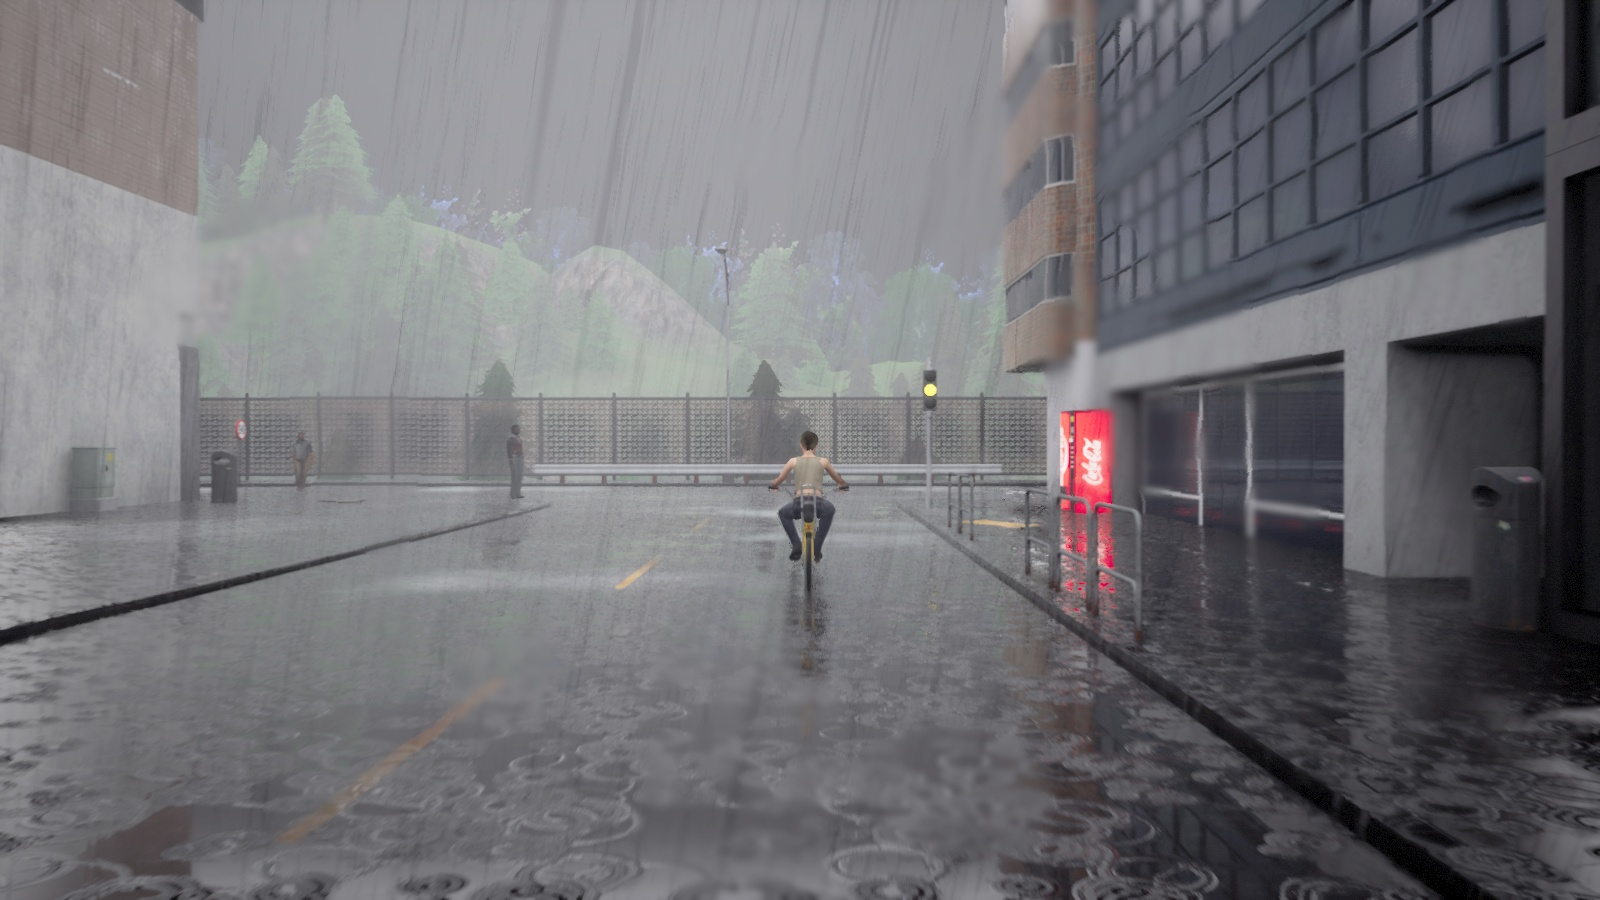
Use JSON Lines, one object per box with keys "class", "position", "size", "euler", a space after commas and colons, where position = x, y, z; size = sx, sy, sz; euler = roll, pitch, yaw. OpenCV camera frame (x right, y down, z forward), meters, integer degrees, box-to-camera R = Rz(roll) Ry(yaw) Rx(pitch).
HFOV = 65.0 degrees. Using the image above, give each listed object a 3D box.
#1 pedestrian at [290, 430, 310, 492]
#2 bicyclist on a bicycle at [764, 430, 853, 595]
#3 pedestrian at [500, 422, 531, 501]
{"class": "pedestrian", "position": [-15.036, 0.323, 37.771], "size": [0.540, 1.848, 0.694], "euler": [0, 0, -18]}
{"class": "bicyclist on a bicycle", "position": [0.089, 0.610, 13.014], "size": [0.866, 1.612, 1.509], "euler": [0, 0, 0]}
{"class": "pedestrian", "position": [-7.046, 0.273, 31.123], "size": [0.666, 1.930, 0.402], "euler": [0, 0, 33]}
